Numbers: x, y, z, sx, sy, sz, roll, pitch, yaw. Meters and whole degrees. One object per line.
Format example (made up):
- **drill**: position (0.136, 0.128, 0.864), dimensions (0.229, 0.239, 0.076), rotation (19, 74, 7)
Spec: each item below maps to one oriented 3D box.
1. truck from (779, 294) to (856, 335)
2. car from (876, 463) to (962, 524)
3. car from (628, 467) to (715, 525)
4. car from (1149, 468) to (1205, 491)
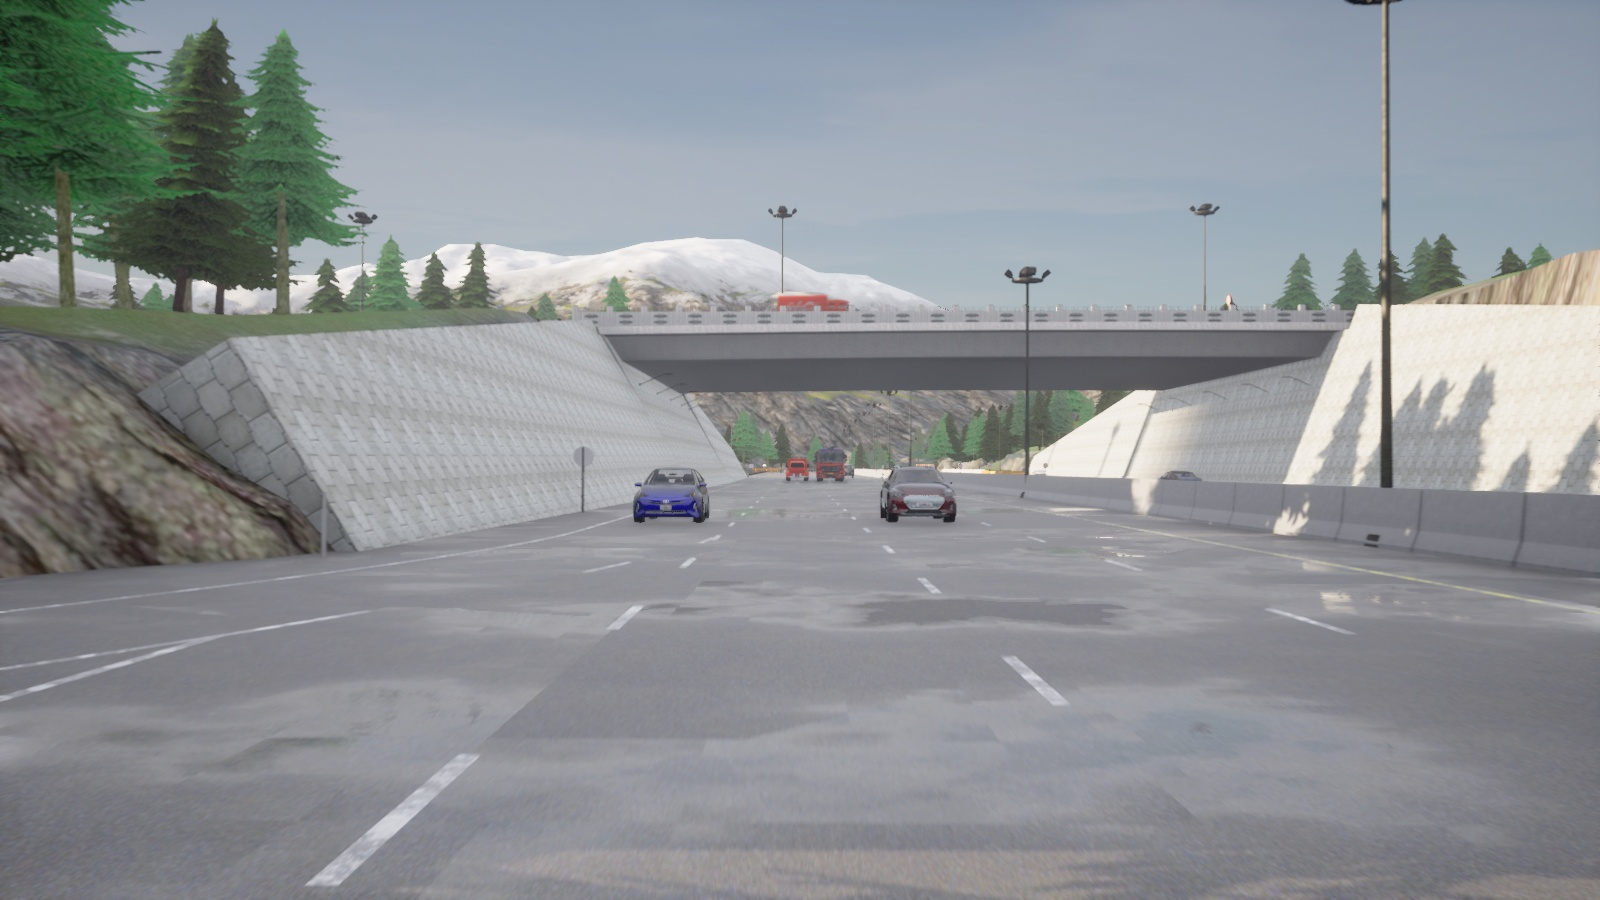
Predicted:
- **truck**: position (1.182, -9.316, 86.574), dimensions (5.204, 2.467, 2.627), rotation (-1, -1, 0)
- **car**: position (3.412, 1.227, 36.928), dimensions (2.033, 1.649, 4.856), rotation (0, -1, 0)
- **car**: position (-3.585, 1.256, 35.793), dimensions (2.007, 1.525, 4.514), rotation (0, -1, 0)
- **car**: position (24.308, 1.860, 81.162), dimensions (2.033, 1.411, 5.357), rotation (0, -1, 0)
